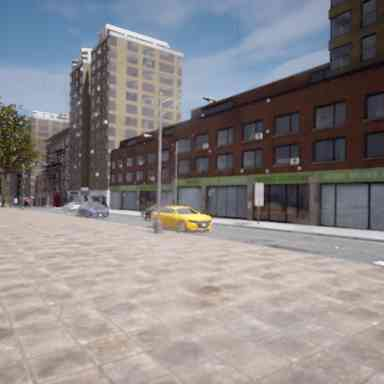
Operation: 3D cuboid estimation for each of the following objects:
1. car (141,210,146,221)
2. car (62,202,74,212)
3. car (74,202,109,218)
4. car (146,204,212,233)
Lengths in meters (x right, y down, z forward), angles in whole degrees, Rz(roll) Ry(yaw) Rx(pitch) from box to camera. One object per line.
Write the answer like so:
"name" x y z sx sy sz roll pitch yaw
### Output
"car" -2.742 1.825 28.945 2.128 1.511 4.902 1 -2 -35
"car" -18.371 2.325 51.017 1.812 1.442 4.674 1 -2 -35
"car" -10.279 1.774 34.520 2.097 1.767 4.553 1 -2 -35
"car" -0.742 1.646 21.020 1.882 1.535 5.008 1 -2 -35
